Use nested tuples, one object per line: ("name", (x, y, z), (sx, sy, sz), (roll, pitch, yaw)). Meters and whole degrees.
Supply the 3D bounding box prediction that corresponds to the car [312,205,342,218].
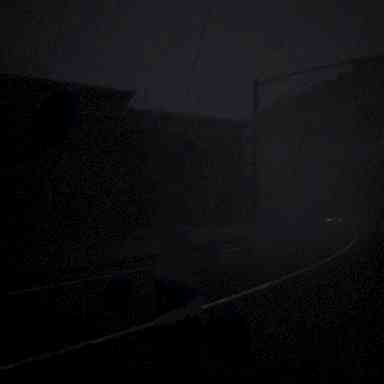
("car", (15.029, 2.198, 37.191), (1.994, 1.385, 4.181), (1, -2, -1))
